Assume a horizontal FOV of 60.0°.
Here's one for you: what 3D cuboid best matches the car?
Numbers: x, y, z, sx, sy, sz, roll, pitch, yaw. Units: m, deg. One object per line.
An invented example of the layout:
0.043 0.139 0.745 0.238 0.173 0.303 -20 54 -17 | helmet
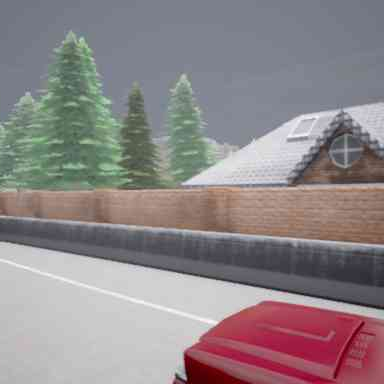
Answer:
2.159 1.598 2.449 4.718 1.301 1.895 -1 0 36 | car
